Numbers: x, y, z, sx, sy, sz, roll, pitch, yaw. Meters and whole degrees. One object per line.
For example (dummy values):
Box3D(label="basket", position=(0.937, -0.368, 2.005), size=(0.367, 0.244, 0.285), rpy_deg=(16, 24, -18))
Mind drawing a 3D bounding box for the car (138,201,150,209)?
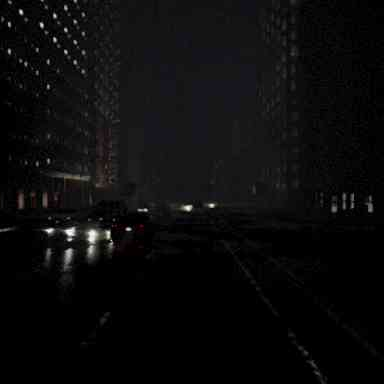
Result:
Box3D(label="car", position=(-9.764, 2.596, 67.774), size=(2.128, 1.511, 4.902), rpy_deg=(0, -1, 0))

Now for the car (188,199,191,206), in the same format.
Box3D(label="car", position=(-0.014, 2.697, 82.255), size=(2.128, 1.511, 4.902), rpy_deg=(0, -1, 0))

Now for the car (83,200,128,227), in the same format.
Box3D(label="car", position=(-6.605, 1.647, 26.868), size=(2.150, 2.045, 5.566), rpy_deg=(0, -1, 0))

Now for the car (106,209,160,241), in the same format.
Box3D(label="car", position=(-3.155, 1.860, 18.553), size=(1.994, 1.385, 4.181), rpy_deg=(0, -1, 0))

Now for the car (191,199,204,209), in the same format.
Box3D(label="car", position=(1.126, 2.520, 63.963), size=(1.837, 1.490, 4.892), rpy_deg=(0, -1, 0))

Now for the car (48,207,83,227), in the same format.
Box3D(label="car", position=(-9.854, 1.950, 26.686), size=(1.812, 1.442, 4.674), rpy_deg=(0, -1, 0))

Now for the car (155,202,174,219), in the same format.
Box3D(label="car", position=(-3.157, 2.101, 36.289), size=(1.812, 1.442, 4.674), rpy_deg=(0, -1, 0))
